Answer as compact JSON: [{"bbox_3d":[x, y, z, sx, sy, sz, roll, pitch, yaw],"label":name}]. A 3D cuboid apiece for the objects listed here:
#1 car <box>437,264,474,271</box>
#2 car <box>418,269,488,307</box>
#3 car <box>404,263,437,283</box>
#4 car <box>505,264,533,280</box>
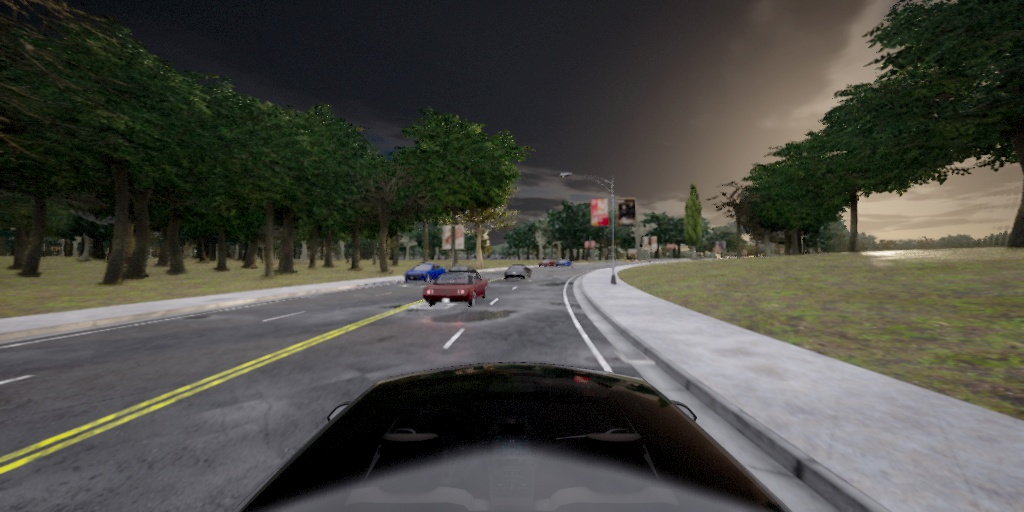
[{"bbox_3d":[-3.930,1.428,28.070,1.994,1.385,4.181,0,0,11],"label":"car"},{"bbox_3d":[-2.291,1.412,15.924,1.895,1.301,4.718,0,0,6],"label":"car"},{"bbox_3d":[-7.004,1.355,29.314,1.882,1.535,5.008,0,0,11],"label":"car"},{"bbox_3d":[0.673,1.432,33.130,1.994,1.385,4.181,0,0,13],"label":"car"}]
